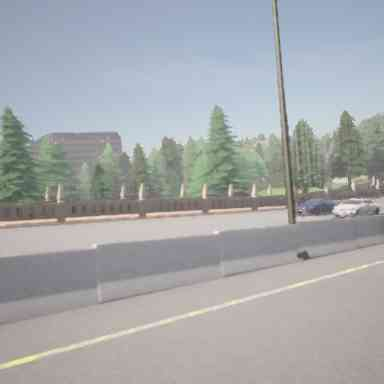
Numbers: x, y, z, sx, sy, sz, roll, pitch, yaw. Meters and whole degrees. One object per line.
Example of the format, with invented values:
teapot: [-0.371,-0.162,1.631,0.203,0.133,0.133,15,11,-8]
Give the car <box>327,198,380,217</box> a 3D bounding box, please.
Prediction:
car: [12.984,1.232,26.118,4.674,1.442,1.812,-1,0,-35]

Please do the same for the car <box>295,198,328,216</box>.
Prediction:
car: [10.953,1.233,28.969,4.674,1.442,1.812,-1,0,-35]
